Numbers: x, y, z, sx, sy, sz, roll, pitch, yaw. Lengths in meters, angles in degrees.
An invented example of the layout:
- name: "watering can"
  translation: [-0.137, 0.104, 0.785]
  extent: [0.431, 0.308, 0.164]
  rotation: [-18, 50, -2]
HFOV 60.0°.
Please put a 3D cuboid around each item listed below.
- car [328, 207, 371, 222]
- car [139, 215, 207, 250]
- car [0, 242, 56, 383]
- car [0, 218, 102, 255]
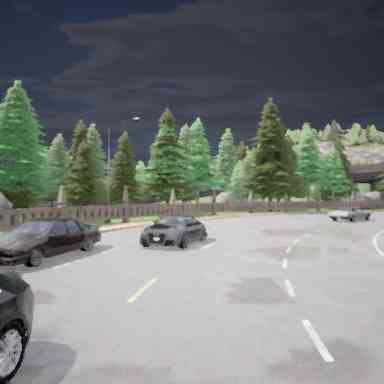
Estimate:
- name: "car"
  translation: [14.517, 1.998, 30.428]
  extent: [4.718, 1.301, 1.895]
  rotation: [1, -1, -39]
- name: "car"
  translation: [-0.763, 1.768, 15.570]
  extent: [1.994, 1.385, 4.181]
  rotation: [0, -1, 21]
- name: "car"
  translation: [-3.217, 1.541, 2.715]
  extent: [1.837, 1.490, 4.892]
  rotation: [0, -1, 4]
- name: "car"
  translation: [-5.383, 1.711, 12.395]
  extent: [2.033, 1.411, 5.357]
  rotation: [0, -1, 15]
